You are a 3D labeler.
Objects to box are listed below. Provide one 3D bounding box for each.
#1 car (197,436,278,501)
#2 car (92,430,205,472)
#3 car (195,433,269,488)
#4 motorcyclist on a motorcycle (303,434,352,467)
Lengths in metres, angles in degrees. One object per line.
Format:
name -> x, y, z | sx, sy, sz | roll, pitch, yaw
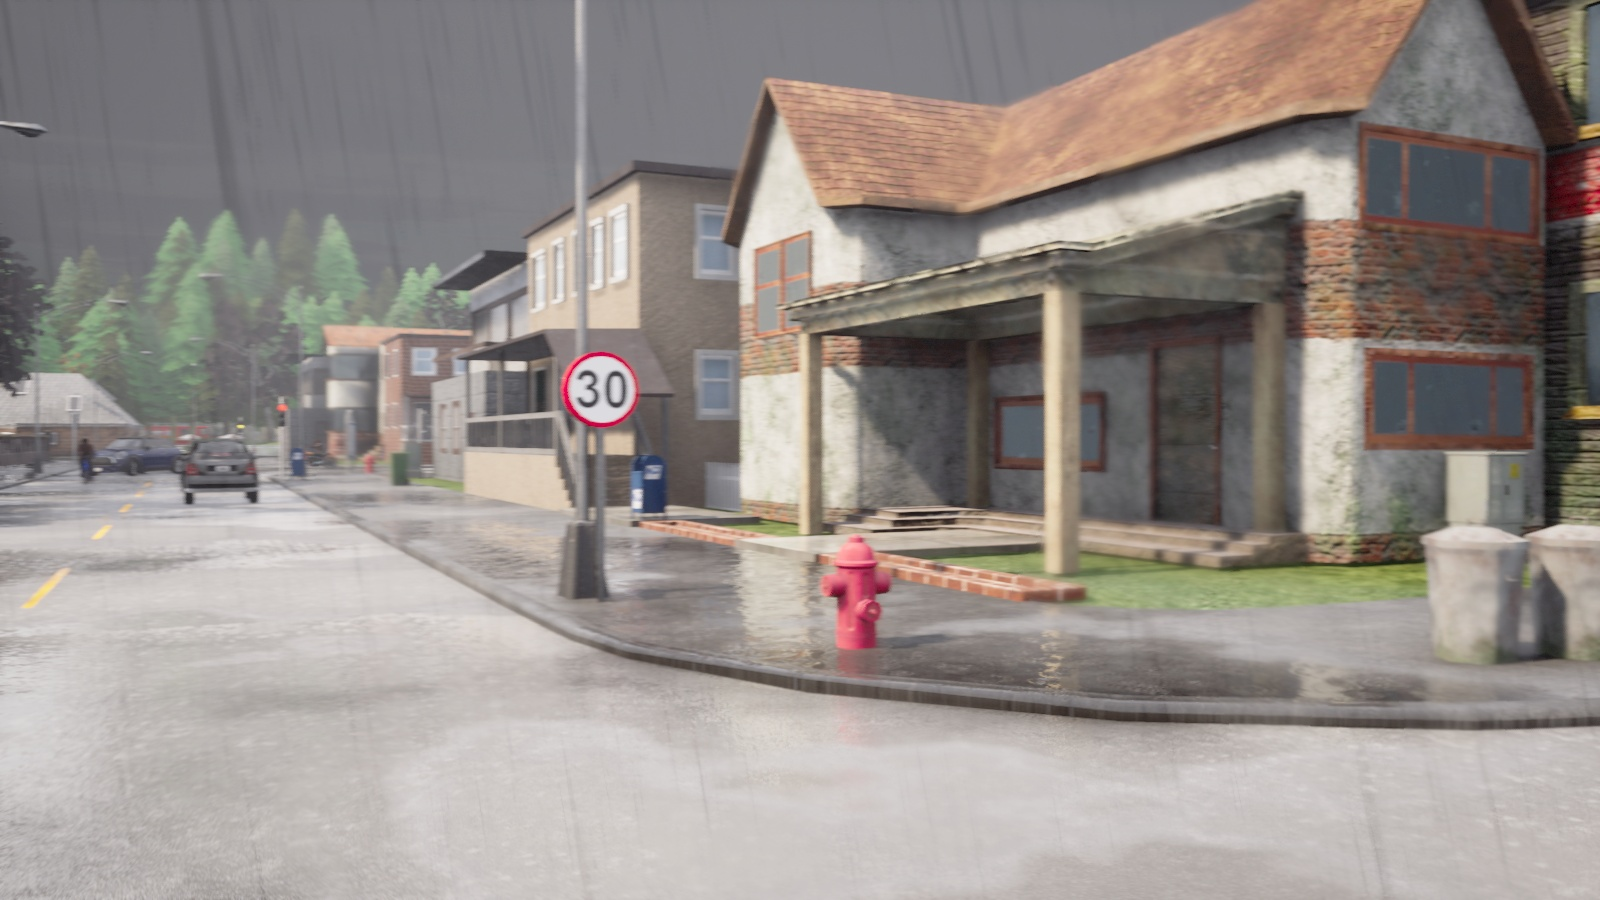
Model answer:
car -> -14.358, 0.428, 31.984 | 1.789, 1.549, 3.705 | 0, 1, -25
car -> -28.671, 0.009, 55.443 | 2.097, 1.767, 4.553 | 1, 1, 9
car -> -18.194, 0.281, 40.188 | 2.033, 1.649, 4.856 | 0, 1, -25
motorcyclist on a motorcycle -> -23.932, 0.049, 63.640 | 2.350, 1.649, 0.766 | 0, 0, -20
